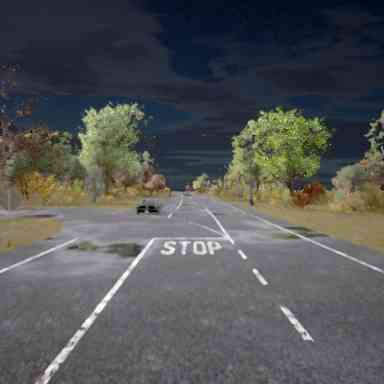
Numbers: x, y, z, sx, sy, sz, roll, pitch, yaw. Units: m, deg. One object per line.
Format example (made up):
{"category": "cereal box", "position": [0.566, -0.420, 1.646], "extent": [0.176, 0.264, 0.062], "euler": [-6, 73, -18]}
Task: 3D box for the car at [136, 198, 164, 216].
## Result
{"category": "car", "position": [-3.486, 1.209, 27.952], "extent": [1.895, 1.301, 4.718], "euler": [1, 0, 0]}
